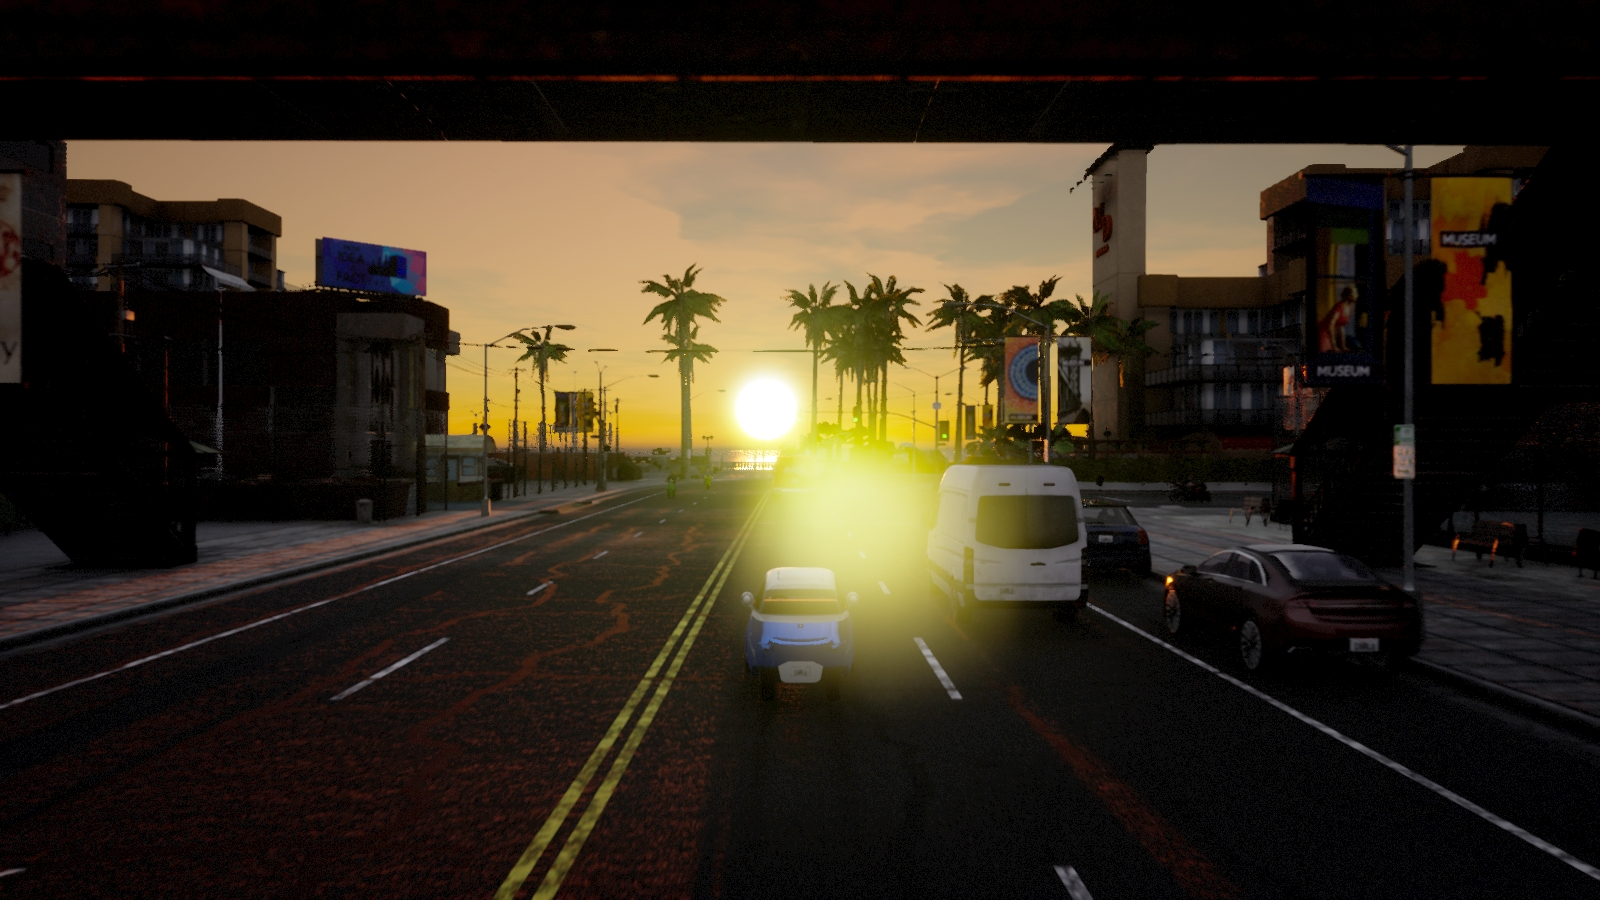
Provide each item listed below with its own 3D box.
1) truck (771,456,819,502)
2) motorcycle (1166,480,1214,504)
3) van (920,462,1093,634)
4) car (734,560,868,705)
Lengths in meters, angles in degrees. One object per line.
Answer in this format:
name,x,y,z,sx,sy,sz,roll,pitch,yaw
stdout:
truck,-0.280,1.568,64.605,2.627,2.467,5.204,0,0,0
motorcycle,20.549,2.205,60.185,2.209,1.251,0.867,0,0,-1
van,3.471,1.534,20.413,1.988,2.561,5.915,0,0,0
car,0.003,2.120,13.710,1.481,1.376,2.207,0,0,0
